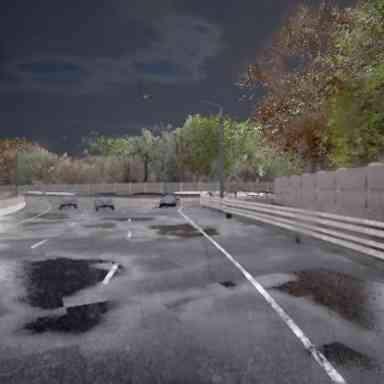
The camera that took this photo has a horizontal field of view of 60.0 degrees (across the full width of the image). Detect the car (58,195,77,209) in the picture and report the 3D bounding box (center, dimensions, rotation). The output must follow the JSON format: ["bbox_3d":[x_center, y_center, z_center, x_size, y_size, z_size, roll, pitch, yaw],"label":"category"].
[{"bbox_3d":[-14.137,1.094,37.923,2.033,1.411,5.357,-1,1,-22],"label":"car"}]

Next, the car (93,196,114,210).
[{"bbox_3d":[-9.315,1.104,34.883,2.033,1.411,5.357,-1,1,-20],"label":"car"}]

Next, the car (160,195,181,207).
[{"bbox_3d":[-2.476,1.016,38.753,1.994,1.385,4.181,-1,1,6],"label":"car"}]
